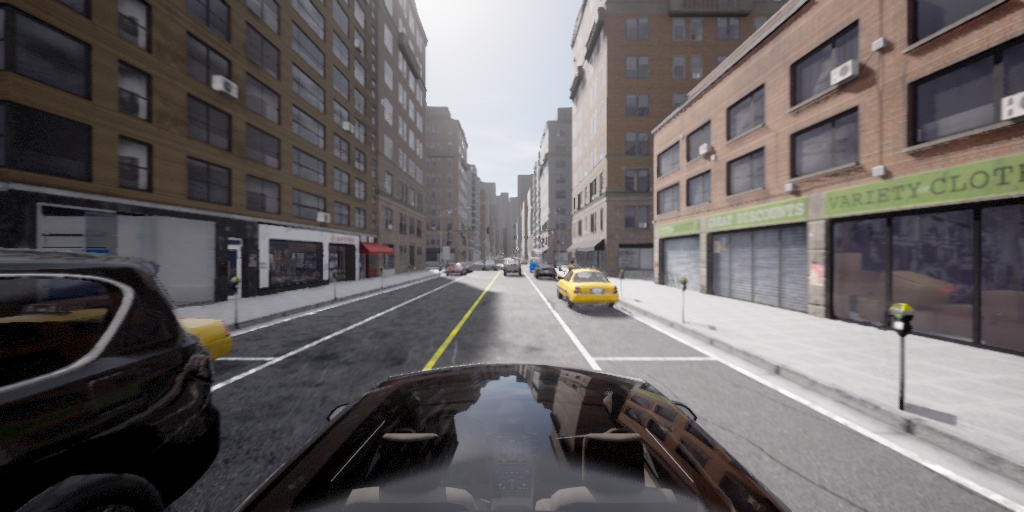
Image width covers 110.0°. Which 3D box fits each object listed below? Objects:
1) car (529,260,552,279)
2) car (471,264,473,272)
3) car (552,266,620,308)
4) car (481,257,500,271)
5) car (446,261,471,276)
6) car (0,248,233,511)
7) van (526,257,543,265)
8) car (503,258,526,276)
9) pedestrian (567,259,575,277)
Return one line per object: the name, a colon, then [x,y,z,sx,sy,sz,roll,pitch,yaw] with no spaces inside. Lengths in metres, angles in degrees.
car: [2.850,1.297,31.532,1.948,1.339,4.313,0,0,0]
car: [-5.678,1.291,42.418,1.948,1.339,4.313,0,0,0]
car: [2.997,1.196,15.166,1.801,1.575,5.366,0,0,0]
car: [-3.021,1.248,48.976,1.812,1.442,4.674,0,0,0]
car: [-5.676,1.310,36.967,1.802,1.307,4.207,0,0,0]
car: [-3.100,0.972,0.153,2.150,2.045,5.566,0,0,0]
van: [2.847,1.067,42.430,1.690,1.789,3.998,0,0,0]
car: [0.064,1.220,36.878,2.128,1.511,4.902,0,0,0]
pedestrian: [2.994,1.054,18.157,0.375,1.860,0.375,0,0,-10]
